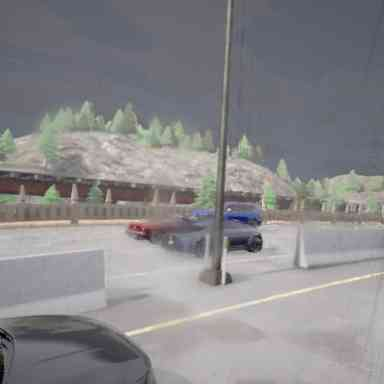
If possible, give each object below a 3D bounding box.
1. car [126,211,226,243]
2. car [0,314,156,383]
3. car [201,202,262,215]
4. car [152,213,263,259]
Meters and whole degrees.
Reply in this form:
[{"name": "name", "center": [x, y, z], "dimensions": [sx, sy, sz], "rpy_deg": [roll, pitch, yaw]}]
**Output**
[{"name": "car", "center": [-0.790, 1.762, 16.327], "dimensions": [4.718, 1.301, 1.895], "rpy_deg": [2, -1, -35]}, {"name": "car", "center": [-2.521, 1.506, 1.949], "dimensions": [4.892, 1.490, 1.837], "rpy_deg": [0, 0, -36]}, {"name": "car", "center": [2.411, 1.690, 22.910], "dimensions": [5.566, 2.045, 2.150], "rpy_deg": [4, -2, -35]}, {"name": "car", "center": [0.873, 1.709, 13.214], "dimensions": [4.181, 1.385, 1.994], "rpy_deg": [2, -1, -35]}]
